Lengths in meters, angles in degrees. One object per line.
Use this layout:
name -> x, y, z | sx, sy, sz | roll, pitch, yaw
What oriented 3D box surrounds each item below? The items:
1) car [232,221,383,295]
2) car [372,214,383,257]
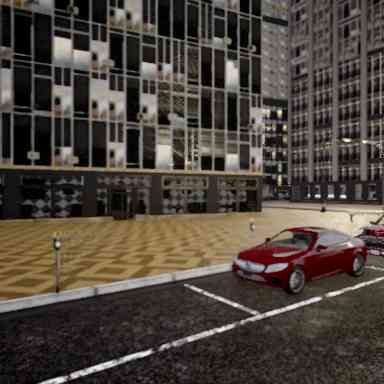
car -> 2.948, 1.576, 8.665 | 4.206, 1.307, 1.802 | 0, 0, -36
car -> 7.582, 1.427, 11.972 | 4.097, 1.590, 1.967 | 0, 0, -36
